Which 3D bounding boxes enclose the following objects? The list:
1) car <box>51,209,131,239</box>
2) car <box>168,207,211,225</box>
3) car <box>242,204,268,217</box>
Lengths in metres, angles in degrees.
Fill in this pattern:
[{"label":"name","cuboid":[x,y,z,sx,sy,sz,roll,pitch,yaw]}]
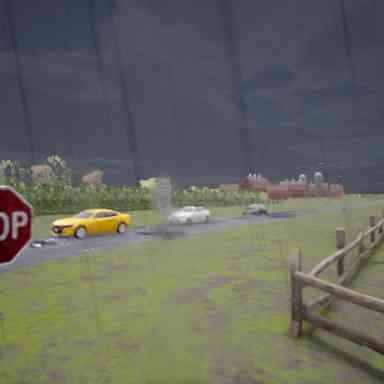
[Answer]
[{"label":"car","cuboid":[-5.866,1.805,19.850,1.882,1.535,5.008,0,-1,34]},{"label":"car","cuboid":[-0.102,1.982,28.417,1.812,1.442,4.674,0,-1,34]},{"label":"car","cuboid":[7.682,2.153,39.952,1.812,1.442,4.674,0,0,34]}]
